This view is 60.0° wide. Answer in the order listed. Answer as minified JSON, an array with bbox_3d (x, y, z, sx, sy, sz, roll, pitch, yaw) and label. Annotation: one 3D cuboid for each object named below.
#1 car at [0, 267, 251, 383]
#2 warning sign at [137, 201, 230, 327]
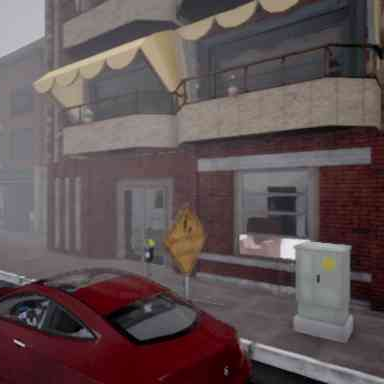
[{"bbox_3d":[-1.375,1.582,3.920,4.206,1.307,1.802,0,0,36],"label":"car"},{"bbox_3d":[-0.119,1.116,5.878,1.060,1.860,1.300,0,0,36],"label":"warning sign"}]
